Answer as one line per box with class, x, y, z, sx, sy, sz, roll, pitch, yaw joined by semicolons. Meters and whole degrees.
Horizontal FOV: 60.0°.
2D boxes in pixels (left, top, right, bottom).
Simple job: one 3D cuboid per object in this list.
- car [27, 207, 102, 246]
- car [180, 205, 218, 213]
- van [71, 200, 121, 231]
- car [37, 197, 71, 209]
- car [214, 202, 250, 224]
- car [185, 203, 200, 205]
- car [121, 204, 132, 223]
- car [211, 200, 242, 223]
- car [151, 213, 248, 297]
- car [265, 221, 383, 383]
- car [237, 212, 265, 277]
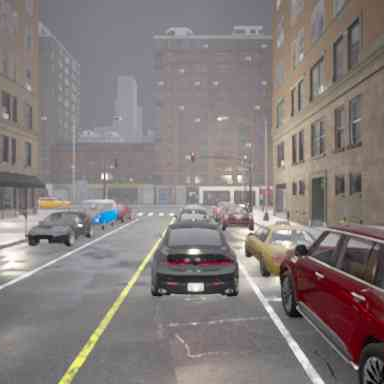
car;-5.870;1.597;15.363;1.947;1.339;4.313;1;0;0
car;0.078;1.559;16.162;1.812;1.442;4.674;0;0;0
van;-5.875;1.386;20.846;1.690;1.788;3.998;1;0;0
car;-17.746;1.432;42.469;5.008;1.535;1.882;0;-1;0
car;2.649;1.485;20.856;1.967;1.590;4.097;1;0;0
car;0.045;1.605;26.133;2.033;1.411;5.357;0;0;0
car;-5.884;1.603;26.328;1.887;1.381;4.507;1;0;0
car;2.642;1.498;26.338;1.967;1.590;4.097;1;0;0
car;0.039;1.521;8.585;1.837;1.490;4.892;0;0;-1
car;2.672;1.323;4.407;2.192;1.841;5.009;1;0;0
car;2.662;1.544;10.060;1.752;1.417;4.829;1;0;0
